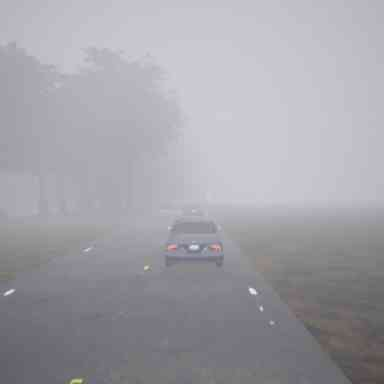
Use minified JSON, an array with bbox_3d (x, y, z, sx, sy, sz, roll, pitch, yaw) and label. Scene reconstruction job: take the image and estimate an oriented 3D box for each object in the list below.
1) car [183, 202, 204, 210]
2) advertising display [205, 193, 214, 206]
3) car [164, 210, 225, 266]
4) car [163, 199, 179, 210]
[{"bbox_3d":[0.116,1.678,32.142,1.994,1.385,4.181,0,0,0],"label":"car"},{"bbox_3d":[3.190,1.339,59.456,1.540,2.440,0.280,1,0,0],"label":"advertising display"},{"bbox_3d":[0.078,1.577,11.657,2.033,1.411,5.357,0,0,0],"label":"car"},{"bbox_3d":[-2.801,1.725,45.932,1.812,1.442,4.674,0,-1,0],"label":"car"}]
